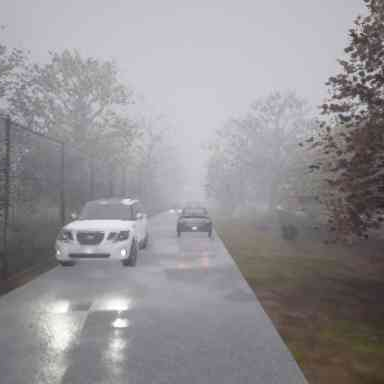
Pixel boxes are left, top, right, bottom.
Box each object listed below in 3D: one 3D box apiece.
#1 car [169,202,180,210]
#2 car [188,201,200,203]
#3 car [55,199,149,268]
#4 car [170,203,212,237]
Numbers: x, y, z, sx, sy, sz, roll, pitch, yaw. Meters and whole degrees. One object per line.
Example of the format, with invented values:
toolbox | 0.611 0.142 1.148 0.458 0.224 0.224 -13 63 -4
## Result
car | -2.593 2.256 54.471 1.994 1.385 4.181 0 -1 0
car | 0.214 1.741 37.366 2.097 1.767 4.553 0 -1 0
car | -2.849 1.272 11.841 2.150 2.045 5.566 0 0 -1
car | 0.132 1.604 18.887 2.128 1.511 4.902 0 -1 0
